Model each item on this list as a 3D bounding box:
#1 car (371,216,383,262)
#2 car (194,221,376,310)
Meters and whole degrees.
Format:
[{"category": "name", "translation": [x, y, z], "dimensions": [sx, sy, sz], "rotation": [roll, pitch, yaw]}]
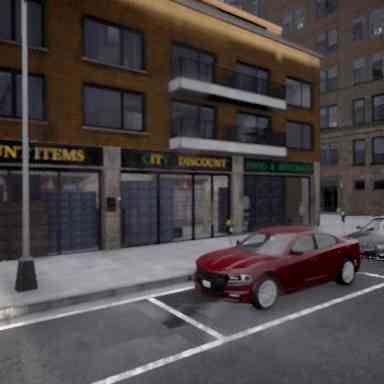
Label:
[{"category": "car", "translation": [6.735, 1.468, 11.000], "dimensions": [4.403, 1.369, 2.008], "rotation": [0, 0, -36]}, {"category": "car", "translation": [2.111, 1.502, 7.698], "dimensions": [4.507, 1.381, 1.887], "rotation": [0, 0, -36]}]
